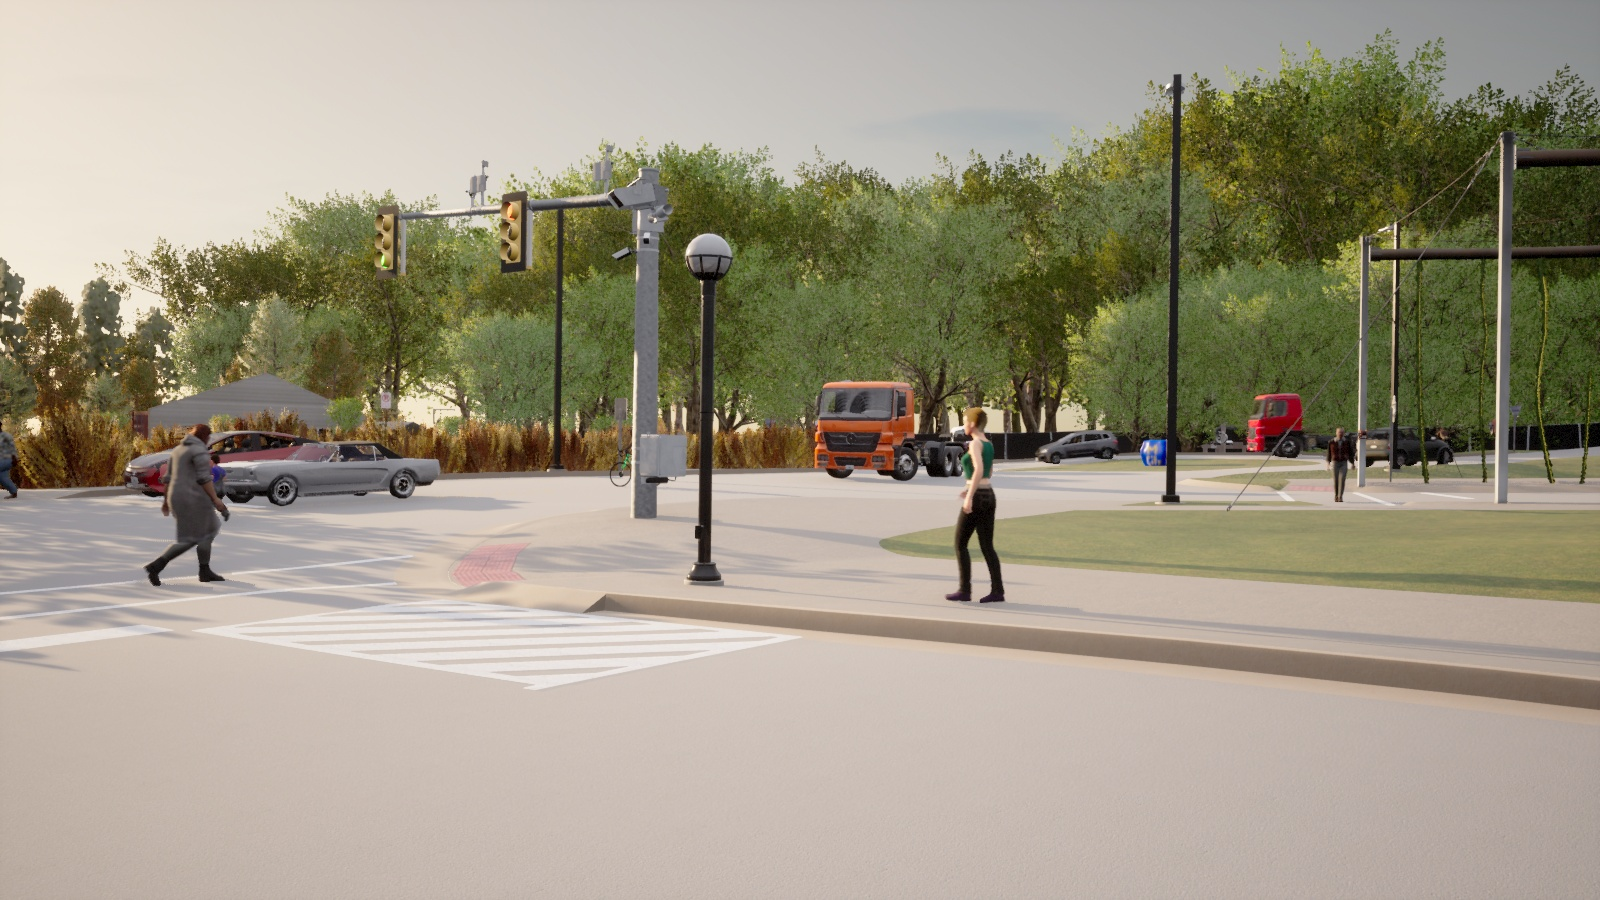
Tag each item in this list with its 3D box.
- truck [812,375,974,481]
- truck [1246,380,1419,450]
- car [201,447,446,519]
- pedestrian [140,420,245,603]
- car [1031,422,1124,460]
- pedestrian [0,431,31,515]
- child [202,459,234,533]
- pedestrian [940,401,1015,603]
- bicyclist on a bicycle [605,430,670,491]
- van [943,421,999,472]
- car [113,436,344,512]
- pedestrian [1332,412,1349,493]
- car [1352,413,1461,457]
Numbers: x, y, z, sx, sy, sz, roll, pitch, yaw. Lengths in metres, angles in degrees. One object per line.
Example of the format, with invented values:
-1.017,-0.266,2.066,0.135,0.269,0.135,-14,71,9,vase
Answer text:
3.540,-0.790,45.304,2.891,3.462,7.936,0,1,28,truck
27.943,-1.827,66.251,7.936,3.462,2.891,-1,1,9,truck
-10.371,0.656,27.668,1.895,1.301,4.718,0,2,37,car
-6.722,0.654,13.899,0.873,1.952,0.659,0,0,-44,pedestrian
15.621,-0.518,70.851,4.611,1.667,2.242,-6,1,-1,car
-17.975,0.512,28.186,0.874,1.855,0.900,0,0,31,pedestrian
-10.017,0.786,21.619,0.437,1.263,0.270,0,0,18,child
1.657,0.472,11.750,0.594,1.836,0.345,0,0,38,pedestrian
-4.404,0.283,34.001,1.656,1.620,0.582,0,1,-33,bicyclist on a bicycle
7.364,-0.157,54.362,2.069,2.038,4.480,-2,0,4,van
-13.418,0.513,29.721,2.007,1.525,4.514,0,2,37,car
12.601,0.063,29.275,0.376,1.854,0.720,0,0,24,pedestrian
24.185,-0.602,50.074,3.988,1.617,1.851,-2,1,-28,car
